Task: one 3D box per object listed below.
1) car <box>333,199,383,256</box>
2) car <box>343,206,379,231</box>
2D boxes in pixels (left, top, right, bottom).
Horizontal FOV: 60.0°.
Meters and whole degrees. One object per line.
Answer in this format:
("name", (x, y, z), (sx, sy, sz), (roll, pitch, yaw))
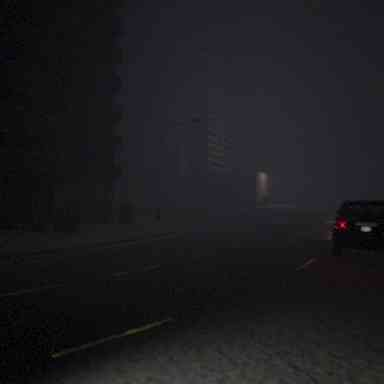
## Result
("car", (6.859, 1.303, 12.998), (2.150, 2.045, 5.566), (0, 0, 29))
("car", (11.292, 1.706, 22.500), (1.994, 1.385, 4.181), (0, 0, 24))
